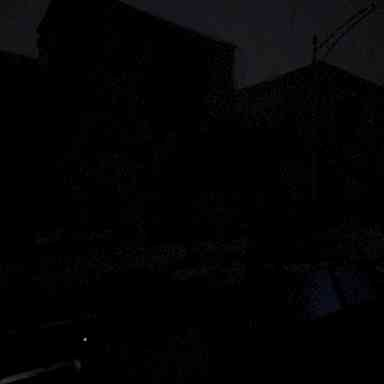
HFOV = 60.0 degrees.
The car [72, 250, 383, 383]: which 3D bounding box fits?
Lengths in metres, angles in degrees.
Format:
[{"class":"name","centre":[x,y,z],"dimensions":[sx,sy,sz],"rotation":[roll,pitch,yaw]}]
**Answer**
[{"class":"car","centre":[1.285,1.588,4.606],"dimensions":[5.357,1.411,2.033],"rotation":[1,0,-35]}]
